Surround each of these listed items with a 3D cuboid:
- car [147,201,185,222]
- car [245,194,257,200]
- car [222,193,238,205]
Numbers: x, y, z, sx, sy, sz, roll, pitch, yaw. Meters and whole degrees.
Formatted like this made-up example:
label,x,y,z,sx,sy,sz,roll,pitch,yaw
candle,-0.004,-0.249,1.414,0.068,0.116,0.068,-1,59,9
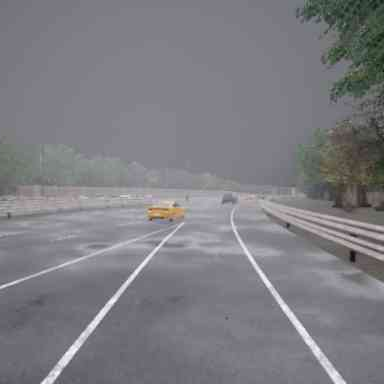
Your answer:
label,x,y,z,sx,sy,sz,roll,pitch,yaw
car,-1.918,1.453,26.217,1.882,1.535,5.008,0,0,14
car,15.628,1.302,89.544,2.097,1.767,4.553,0,0,17
car,6.851,1.180,59.748,2.150,2.045,5.566,0,0,16
